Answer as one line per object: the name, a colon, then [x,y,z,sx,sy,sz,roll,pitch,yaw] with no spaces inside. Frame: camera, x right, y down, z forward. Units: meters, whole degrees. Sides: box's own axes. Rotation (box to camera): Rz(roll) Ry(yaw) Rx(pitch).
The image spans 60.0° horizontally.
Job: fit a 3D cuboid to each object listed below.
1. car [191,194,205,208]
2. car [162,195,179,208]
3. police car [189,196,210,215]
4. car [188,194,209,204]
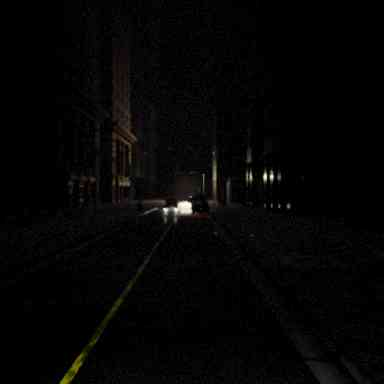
car: [0.914,1.393,51.955,2.150,2.045,5.566,0,0,0]
car: [-3.066,1.664,50.056,1.837,1.490,4.892,0,0,0]
police car: [0.910,1.526,36.034,1.930,1.638,5.238,0,0,0]
car: [0.913,1.367,45.955,2.150,2.045,5.566,0,0,0]
